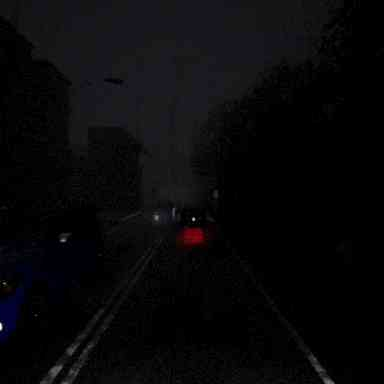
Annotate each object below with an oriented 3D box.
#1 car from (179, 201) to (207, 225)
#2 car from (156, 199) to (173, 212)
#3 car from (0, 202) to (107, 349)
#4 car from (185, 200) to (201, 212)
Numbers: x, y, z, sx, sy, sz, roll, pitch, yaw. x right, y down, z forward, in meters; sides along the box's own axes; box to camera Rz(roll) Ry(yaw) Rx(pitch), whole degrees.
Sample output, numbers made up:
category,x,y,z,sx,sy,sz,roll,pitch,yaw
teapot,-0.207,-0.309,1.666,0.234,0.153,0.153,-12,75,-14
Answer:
category,x,y,z,sx,sy,sz,roll,pitch,yaw
car,0.108,1.619,25.466,1.837,1.490,4.892,0,0,0
car,-3.361,1.630,40.954,1.882,1.535,5.008,0,0,0
car,-3.336,1.265,6.673,2.150,2.045,5.566,0,0,0
car,0.055,1.749,42.488,1.895,1.301,4.718,0,0,-1
